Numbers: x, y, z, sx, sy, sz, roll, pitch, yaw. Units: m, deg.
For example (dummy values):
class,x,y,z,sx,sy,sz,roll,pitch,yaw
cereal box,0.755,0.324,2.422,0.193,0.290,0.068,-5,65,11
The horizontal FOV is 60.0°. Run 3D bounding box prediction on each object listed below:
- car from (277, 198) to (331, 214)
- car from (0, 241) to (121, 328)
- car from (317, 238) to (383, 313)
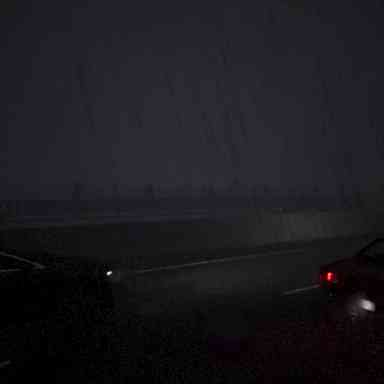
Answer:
class,x,y,z,sx,sy,sz,roll,pitch,yaw
car,9.561,1.280,28.416,4.902,1.511,2.128,0,0,-22
car,-3.602,1.473,5.317,4.902,1.511,2.128,0,0,-35
car,4.778,1.542,6.555,4.718,1.301,1.895,0,0,-30
